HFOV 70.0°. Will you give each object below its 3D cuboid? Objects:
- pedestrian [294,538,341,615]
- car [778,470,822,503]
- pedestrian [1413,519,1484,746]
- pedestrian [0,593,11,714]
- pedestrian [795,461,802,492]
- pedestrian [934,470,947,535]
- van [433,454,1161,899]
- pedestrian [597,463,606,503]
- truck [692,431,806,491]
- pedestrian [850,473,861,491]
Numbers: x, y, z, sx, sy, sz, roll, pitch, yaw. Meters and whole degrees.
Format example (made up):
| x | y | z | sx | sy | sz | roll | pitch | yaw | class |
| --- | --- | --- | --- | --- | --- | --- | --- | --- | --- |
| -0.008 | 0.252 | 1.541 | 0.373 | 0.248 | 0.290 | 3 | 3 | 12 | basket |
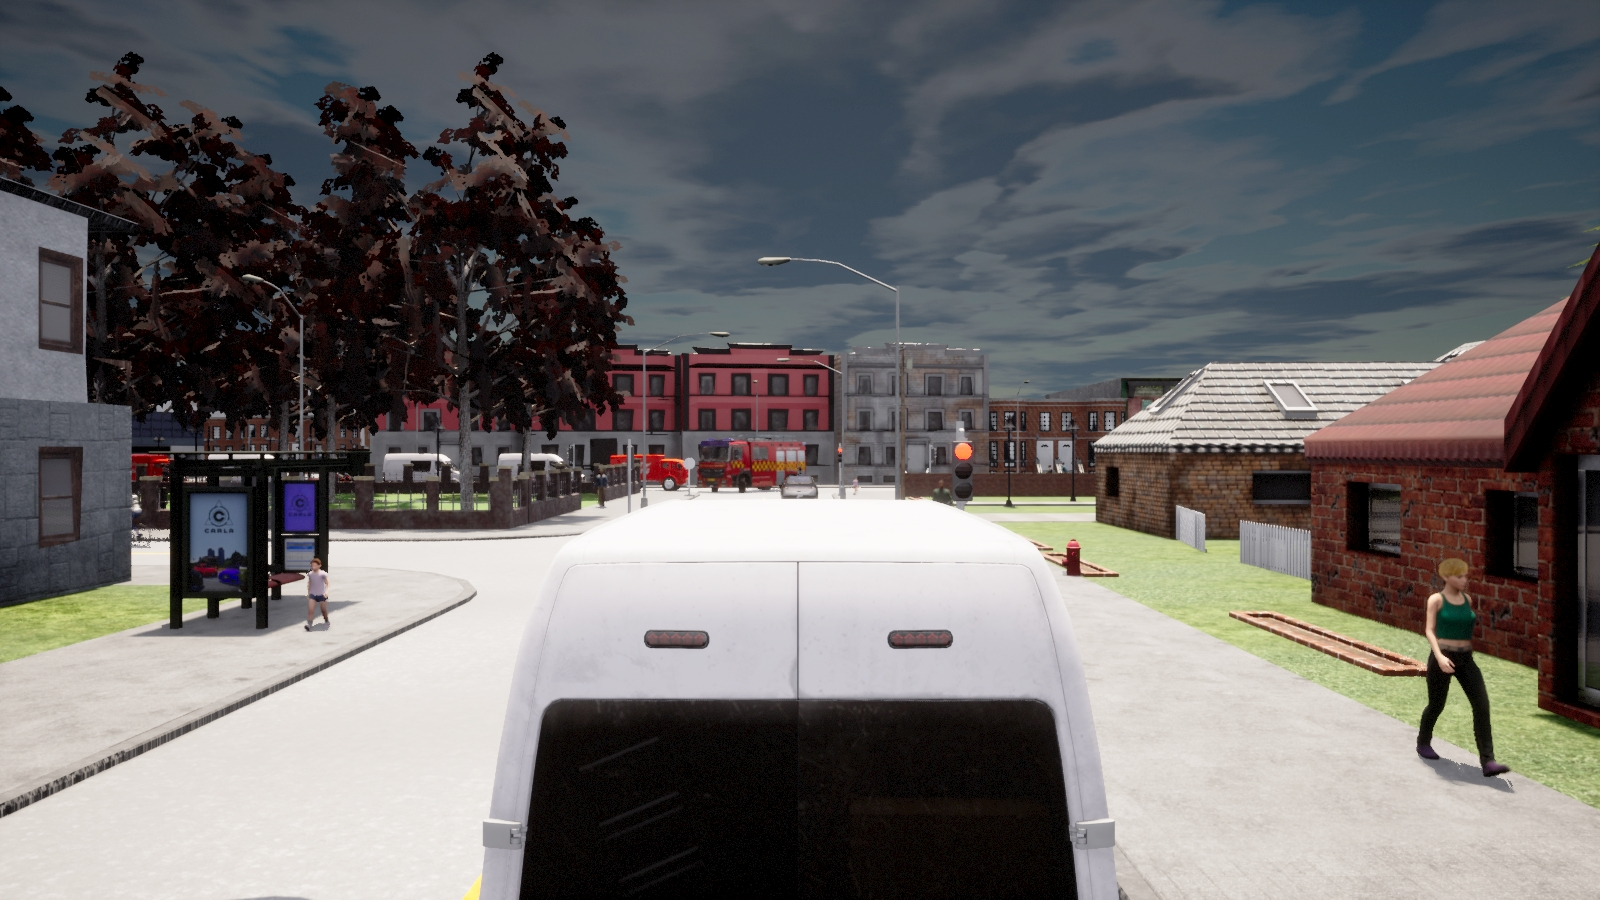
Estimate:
| x | y | z | sx | sy | sz | roll | pitch | yaw | class |
| --- | --- | --- | --- | --- | --- | --- | --- | --- | --- |
| -7.262 | 1.896 | 17.218 | 0.500 | 1.100 | 0.500 | 0 | 0 | -1 | pedestrian |
| -0.021 | 1.827 | 57.775 | 2.128 | 1.511 | 4.902 | 0 | 0 | 0 | car |
| 5.488 | 1.524 | 9.673 | 0.375 | 1.860 | 0.375 | 0 | 0 | -6 | pedestrian |
| -7.675 | 1.897 | 10.502 | 0.500 | 1.100 | 0.500 | 0 | 0 | 1 | pedestrian |
| -0.089 | 1.628 | 69.790 | 0.375 | 1.860 | 0.375 | 0 | 0 | 1 | pedestrian |
| 4.100 | 1.523 | 33.282 | 0.375 | 1.860 | 0.375 | 0 | 0 | 9 | pedestrian |
| -0.009 | 1.315 | 6.082 | 1.988 | 2.561 | 5.915 | 0 | 0 | 0 | van |
| -9.175 | 1.526 | 52.740 | 0.375 | 1.860 | 0.375 | 0 | 0 | -1 | pedestrian |
| -3.313 | 0.670 | 77.006 | 2.891 | 3.827 | 8.468 | 0 | 0 | 37 | truck |
| 3.308 | 1.898 | 67.810 | 0.500 | 1.100 | 0.500 | 0 | 0 | -17 | pedestrian |
